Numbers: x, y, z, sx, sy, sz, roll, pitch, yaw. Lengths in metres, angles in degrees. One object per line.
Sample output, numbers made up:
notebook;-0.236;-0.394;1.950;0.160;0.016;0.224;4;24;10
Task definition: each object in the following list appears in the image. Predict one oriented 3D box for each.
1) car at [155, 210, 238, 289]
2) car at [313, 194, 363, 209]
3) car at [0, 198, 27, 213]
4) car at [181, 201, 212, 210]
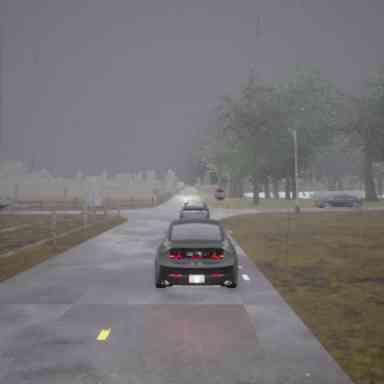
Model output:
car;0.096;1.449;8.976;1.837;1.490;4.892;0;0;0
car;15.435;1.019;35.291;4.892;1.490;1.837;-2;-1;0
car;-18.660;1.286;32.272;4.902;1.511;2.128;0;-1;0
car;0.273;1.350;22.012;2.128;1.511;4.902;0;0;3
